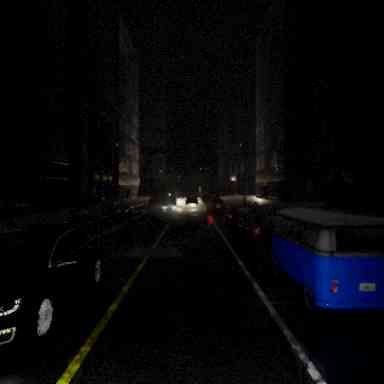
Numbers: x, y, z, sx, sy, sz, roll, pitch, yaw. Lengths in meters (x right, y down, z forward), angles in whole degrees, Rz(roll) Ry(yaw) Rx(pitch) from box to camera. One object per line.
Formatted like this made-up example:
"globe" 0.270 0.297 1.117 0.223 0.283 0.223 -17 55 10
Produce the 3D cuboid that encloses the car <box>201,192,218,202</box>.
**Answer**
"car" 2.835 1.014 46.791 2.192 1.841 5.009 0 0 0

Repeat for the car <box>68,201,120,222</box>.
"car" -5.679 1.430 18.543 2.008 1.369 4.403 0 0 0

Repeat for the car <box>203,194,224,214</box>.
"car" 2.339 1.249 32.262 1.801 1.575 5.366 0 0 0

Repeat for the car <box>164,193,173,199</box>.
"car" -5.699 1.019 80.681 1.947 1.339 4.313 0 0 0

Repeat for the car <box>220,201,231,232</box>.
"car" 2.846 1.424 18.550 1.887 1.381 4.507 0 0 0

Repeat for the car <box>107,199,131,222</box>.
"car" -5.682 1.283 24.191 1.967 1.590 4.097 0 0 0

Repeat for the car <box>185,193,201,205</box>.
"car" -0.017 1.237 50.667 1.994 1.385 4.181 0 0 0

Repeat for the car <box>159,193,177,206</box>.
"car" -3.102 1.244 47.058 2.033 1.411 5.357 0 0 0

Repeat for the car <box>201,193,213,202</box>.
"car" 2.831 1.023 63.737 1.967 1.590 4.097 0 0 0

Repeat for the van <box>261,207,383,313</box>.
"van" 2.848 1.293 7.251 1.690 1.788 3.998 0 0 0

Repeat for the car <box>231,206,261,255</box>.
"car" 2.847 1.356 12.901 1.967 1.590 4.097 0 0 0

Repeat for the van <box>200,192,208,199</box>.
"van" 2.826 0.795 80.683 1.690 1.788 3.998 0 0 0

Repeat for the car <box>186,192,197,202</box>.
"car" -0.022 0.927 65.741 2.097 1.767 4.553 0 0 0

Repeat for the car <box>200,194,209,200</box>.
"car" 2.828 1.080 75.036 1.802 1.307 4.206 0 0 0

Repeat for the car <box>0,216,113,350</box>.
"car" -3.102 1.462 6.443 1.837 1.490 4.892 0 0 0

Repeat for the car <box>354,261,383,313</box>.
"car" 2.852 1.534 1.604 1.887 1.381 4.507 0 0 0

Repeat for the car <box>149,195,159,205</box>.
"car" -5.690 1.206 52.436 1.887 1.381 4.507 0 0 0

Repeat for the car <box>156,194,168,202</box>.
"car" -5.693 1.164 63.734 1.802 1.307 4.206 0 0 0
